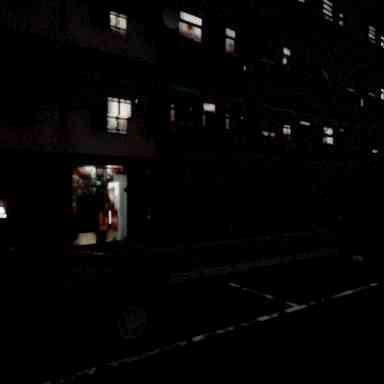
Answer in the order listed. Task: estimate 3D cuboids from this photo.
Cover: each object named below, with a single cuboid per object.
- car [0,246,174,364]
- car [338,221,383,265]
[{"bbox_3d":[-2.402,1.551,4.859,4.507,1.381,1.887,1,-1,-35],"label":"car"},{"bbox_3d":[6.855,1.679,11.458,4.313,1.339,1.947,1,-1,-35],"label":"car"}]
